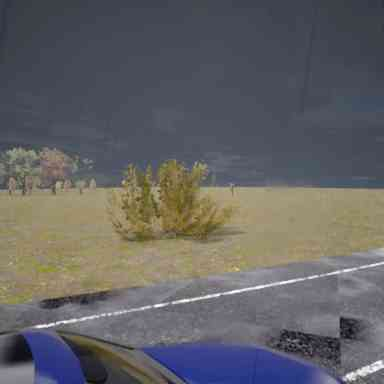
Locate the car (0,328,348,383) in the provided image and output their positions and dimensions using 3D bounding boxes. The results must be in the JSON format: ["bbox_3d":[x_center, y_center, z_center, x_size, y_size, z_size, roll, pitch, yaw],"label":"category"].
[{"bbox_3d":[-0.869,1.525,1.568,4.674,1.442,1.812,0,0,-30],"label":"car"}]
